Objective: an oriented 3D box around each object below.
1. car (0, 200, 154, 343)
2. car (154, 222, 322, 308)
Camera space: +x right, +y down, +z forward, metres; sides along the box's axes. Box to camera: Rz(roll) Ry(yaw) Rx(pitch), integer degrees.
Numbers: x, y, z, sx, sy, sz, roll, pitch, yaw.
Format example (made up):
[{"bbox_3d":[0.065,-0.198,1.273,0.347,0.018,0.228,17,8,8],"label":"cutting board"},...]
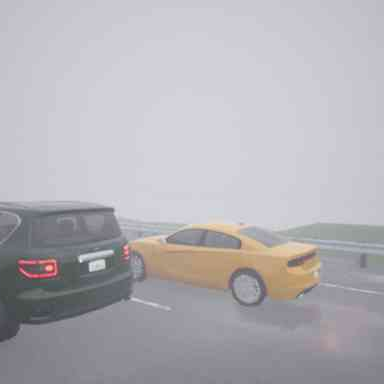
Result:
[{"bbox_3d":[-3.611,1.183,6.568,5.566,2.045,2.150,0,0,35],"label":"car"},{"bbox_3d":[0.428,1.454,7.985,5.008,1.535,1.882,0,0,35],"label":"car"}]
